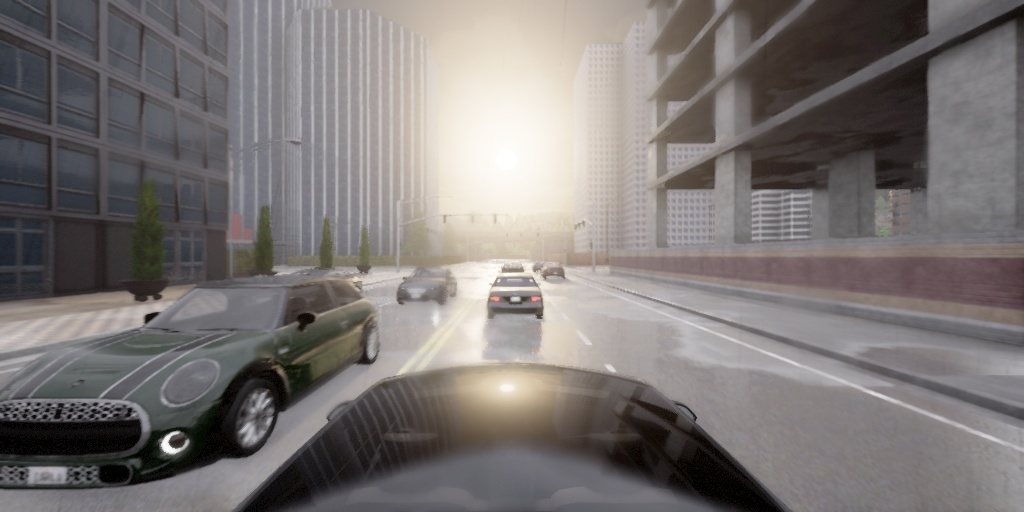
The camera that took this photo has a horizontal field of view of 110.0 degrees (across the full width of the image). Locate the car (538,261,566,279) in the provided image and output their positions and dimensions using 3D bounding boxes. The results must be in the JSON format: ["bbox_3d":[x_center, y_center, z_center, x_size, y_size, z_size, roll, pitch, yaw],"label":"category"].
[{"bbox_3d":[3.583,1.264,31.788,1.812,1.442,4.674,0,0,0],"label":"car"}]

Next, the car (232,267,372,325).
[{"bbox_3d":[-7.028,1.240,12.817,2.128,1.511,4.902,0,0,0],"label":"car"}]

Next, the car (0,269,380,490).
[{"bbox_3d":[-3.598,1.101,5.020,2.097,1.767,4.553,0,0,0],"label":"car"}]

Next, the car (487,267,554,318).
[{"bbox_3d":[0.106,1.293,12.828,2.033,1.411,5.357,0,0,0],"label":"car"}]

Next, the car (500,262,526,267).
[{"bbox_3d":[0.076,1.217,28.525,1.882,1.535,5.008,0,0,0],"label":"car"}]

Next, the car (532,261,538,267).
[{"bbox_3d":[3.578,1.296,45.158,1.994,1.385,4.181,0,0,0],"label":"car"}]

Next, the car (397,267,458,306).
[{"bbox_3d":[-3.584,1.237,15.893,2.128,1.511,4.902,0,0,0],"label":"car"}]
